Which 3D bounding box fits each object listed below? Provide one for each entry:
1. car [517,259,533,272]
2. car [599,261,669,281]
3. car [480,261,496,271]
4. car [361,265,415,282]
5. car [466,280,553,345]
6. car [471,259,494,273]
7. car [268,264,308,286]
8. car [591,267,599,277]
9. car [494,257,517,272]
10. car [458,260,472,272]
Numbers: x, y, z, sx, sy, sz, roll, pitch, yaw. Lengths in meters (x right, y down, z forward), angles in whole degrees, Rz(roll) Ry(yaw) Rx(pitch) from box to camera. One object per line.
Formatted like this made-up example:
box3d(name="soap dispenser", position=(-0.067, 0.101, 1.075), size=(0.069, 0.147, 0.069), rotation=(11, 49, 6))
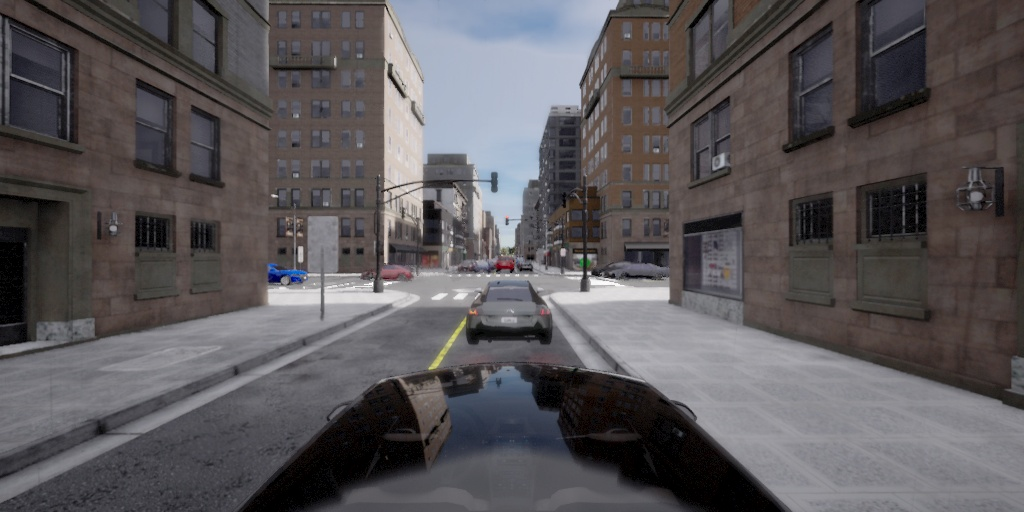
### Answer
box3d(name="car", position=(1.904, 1.439, 48.654), size=(1.948, 1.339, 4.313), rotation=(0, 0, 0))
box3d(name="car", position=(10.463, 1.302, 29.968), size=(5.357, 1.411, 2.033), rotation=(0, 0, -2))
box3d(name="car", position=(-3.621, 1.441, 54.318), size=(2.033, 1.411, 5.357), rotation=(0, 0, 0))
box3d(name="car", position=(-10.255, 1.401, 29.719), size=(4.181, 1.385, 1.994), rotation=(0, 0, -1))
box3d(name="car", position=(-0.069, 1.328, 9.584), size=(1.994, 1.385, 4.181), rotation=(0, 0, 0))
box3d(name="car", position=(-3.571, 1.386, 44.639), size=(1.812, 1.442, 4.674), rotation=(0, 0, 1))
box3d(name="car", position=(-17.581, 1.333, 26.169), size=(5.008, 1.535, 1.882), rotation=(0, 0, 1))
box3d(name="car", position=(9.879, 1.247, 33.237), size=(5.008, 1.535, 1.882), rotation=(0, 0, -1))
box3d(name="car", position=(-0.851, 1.092, 47.752), size=(2.150, 2.045, 5.566), rotation=(0, 0, 3))
box3d(name="car", position=(-6.120, 1.314, 48.590), size=(1.967, 1.591, 4.097), rotation=(0, 0, 0))
